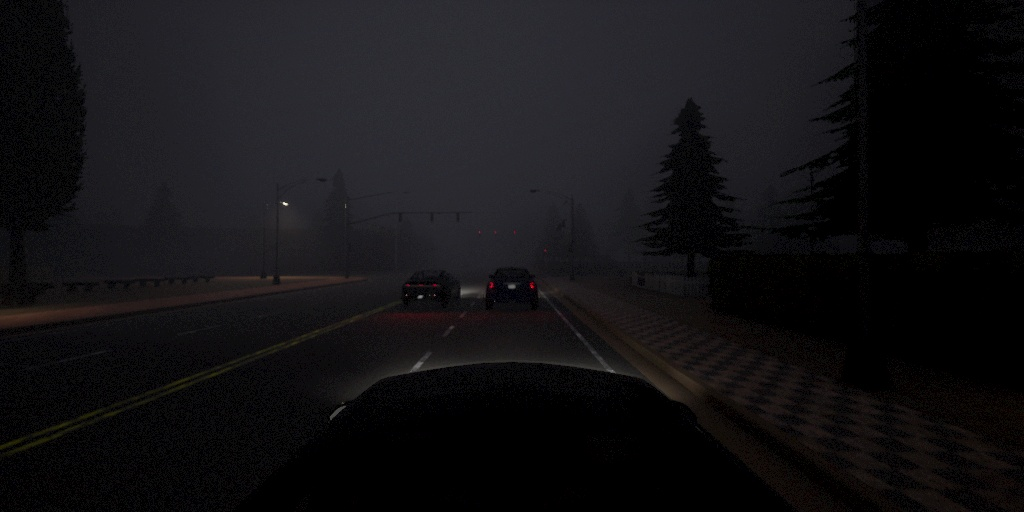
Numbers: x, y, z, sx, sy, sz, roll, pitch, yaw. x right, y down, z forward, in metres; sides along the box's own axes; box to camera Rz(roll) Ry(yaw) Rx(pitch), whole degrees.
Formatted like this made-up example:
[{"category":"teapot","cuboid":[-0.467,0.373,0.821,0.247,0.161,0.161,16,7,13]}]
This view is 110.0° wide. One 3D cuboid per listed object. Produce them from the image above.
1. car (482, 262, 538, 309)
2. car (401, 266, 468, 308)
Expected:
[{"category":"car","cuboid":[-0.004,1.232,15.933,2.097,1.767,4.553,0,-1,0]},{"category":"car","cuboid":[-3.504,1.377,16.143,2.128,1.511,4.902,0,0,0]}]
